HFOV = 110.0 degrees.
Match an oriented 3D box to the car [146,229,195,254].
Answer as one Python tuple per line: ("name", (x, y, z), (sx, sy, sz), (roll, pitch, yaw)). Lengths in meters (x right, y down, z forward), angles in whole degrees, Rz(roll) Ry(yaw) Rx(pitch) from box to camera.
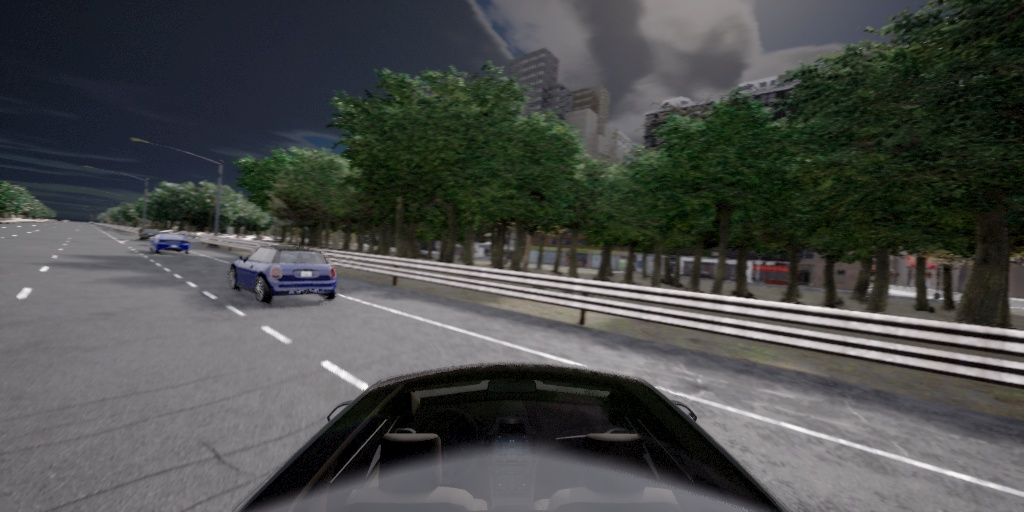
("car", (-26.980, -1.030, 28.248), (5.008, 1.535, 1.882), (5, 0, 40))

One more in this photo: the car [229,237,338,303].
("car", (-7.795, 0.424, 12.146), (4.553, 1.767, 2.097), (5, 1, 40))
